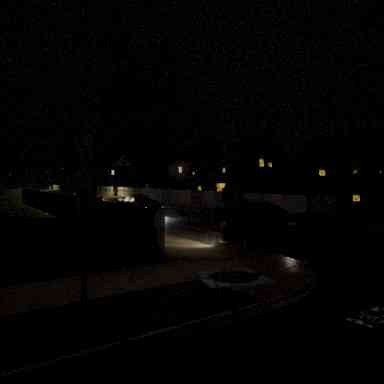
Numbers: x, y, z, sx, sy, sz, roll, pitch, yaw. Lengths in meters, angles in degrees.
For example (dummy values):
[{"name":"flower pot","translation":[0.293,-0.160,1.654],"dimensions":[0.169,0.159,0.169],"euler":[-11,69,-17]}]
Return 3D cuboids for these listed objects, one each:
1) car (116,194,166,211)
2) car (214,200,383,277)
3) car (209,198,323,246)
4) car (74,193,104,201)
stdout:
[{"name":"car","translation":[-4.042,0.890,25.166],"dimensions":[2.033,1.411,5.357],"euler":[0,2,-35]},{"name":"car","translation":[3.537,1.371,10.095],"dimensions":[5.357,1.411,2.033],"euler":[7,5,38]},{"name":"car","translation":[3.147,1.192,15.194],"dimensions":[1.882,1.535,5.008],"euler":[0,2,-38]},{"name":"car","translation":[-11.078,0.517,35.285],"dimensions":[2.033,1.411,5.357],"euler":[0,2,-35]}]
